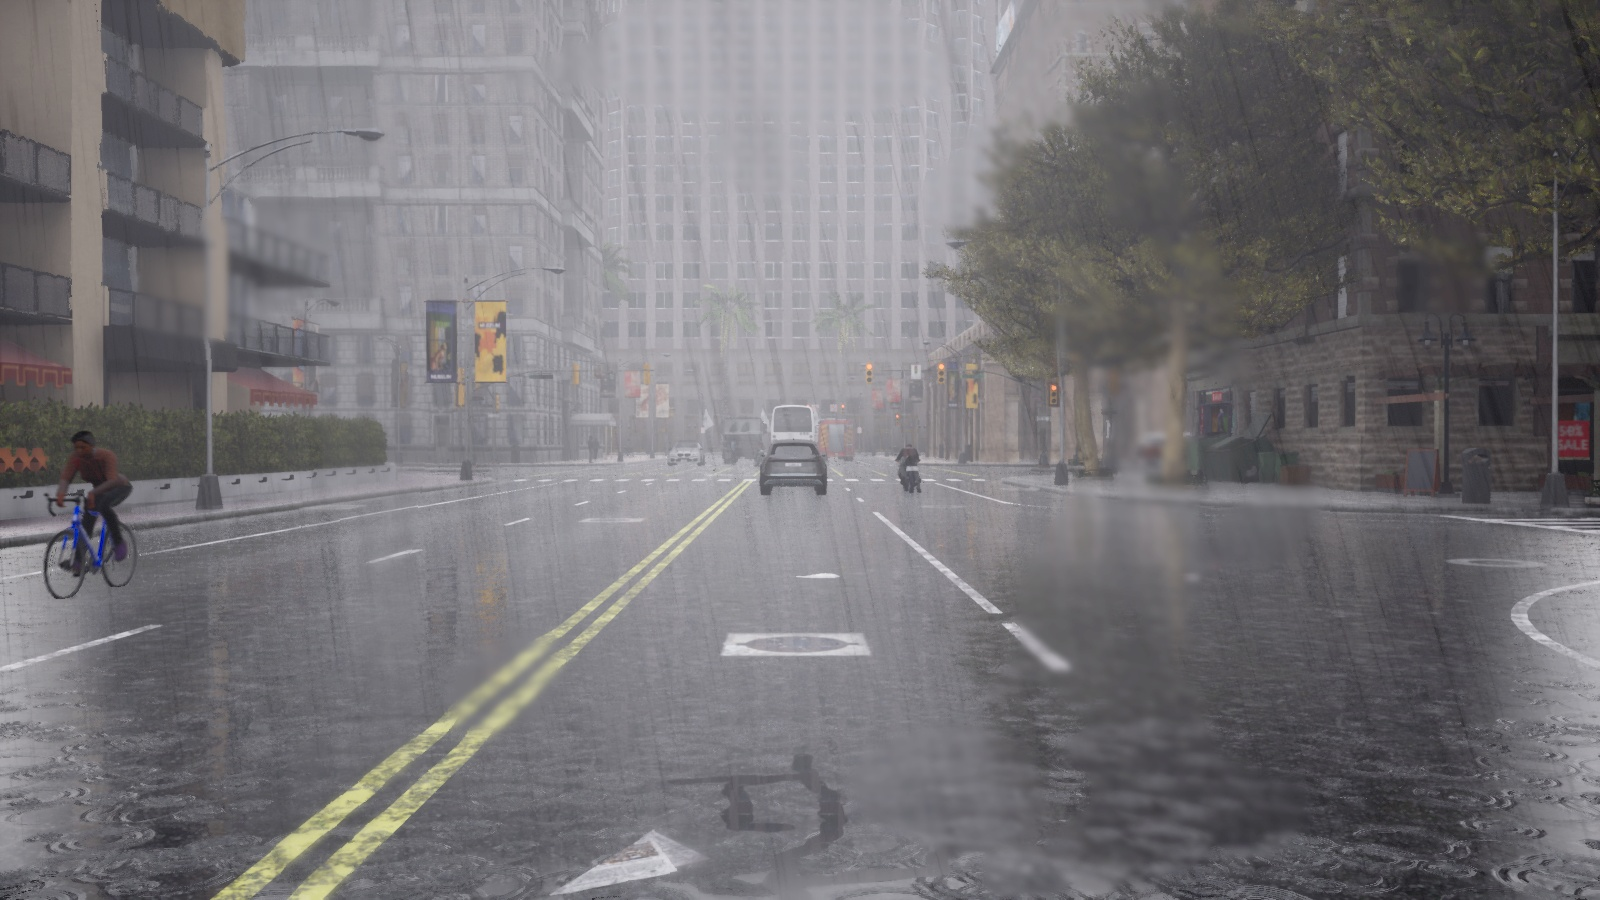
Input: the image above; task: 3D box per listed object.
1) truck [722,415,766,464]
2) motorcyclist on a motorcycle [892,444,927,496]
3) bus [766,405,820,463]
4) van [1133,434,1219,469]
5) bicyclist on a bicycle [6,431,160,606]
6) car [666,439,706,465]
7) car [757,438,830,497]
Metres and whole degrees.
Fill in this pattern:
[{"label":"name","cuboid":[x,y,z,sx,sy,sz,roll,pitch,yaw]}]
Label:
[{"label":"truck","cuboid":[-4.030,-0.758,91.629,2.891,3.462,7.936,0,1,0]},{"label":"motorcyclist on a motorcycle","cuboid":[3.298,0.569,38.045,0.866,1.530,2.191,0,0,0]},{"label":"bus","cuboid":[-0.563,-1.176,96.592,3.944,4.253,10.273,0,0,0]},{"label":"van","cuboid":[22.090,0.071,73.871,4.480,2.038,2.069,0,0,1]},{"label":"bicyclist on a bicycle","cuboid":[-7.043,0.623,12.431,0.582,1.620,1.656,0,1,0]},{"label":"car","cuboid":[-7.474,0.118,82.699,2.242,1.667,4.611,0,0,0]},{"label":"car","cuboid":[-0.196,0.465,37.376,2.033,1.649,4.856,0,0,0]}]
